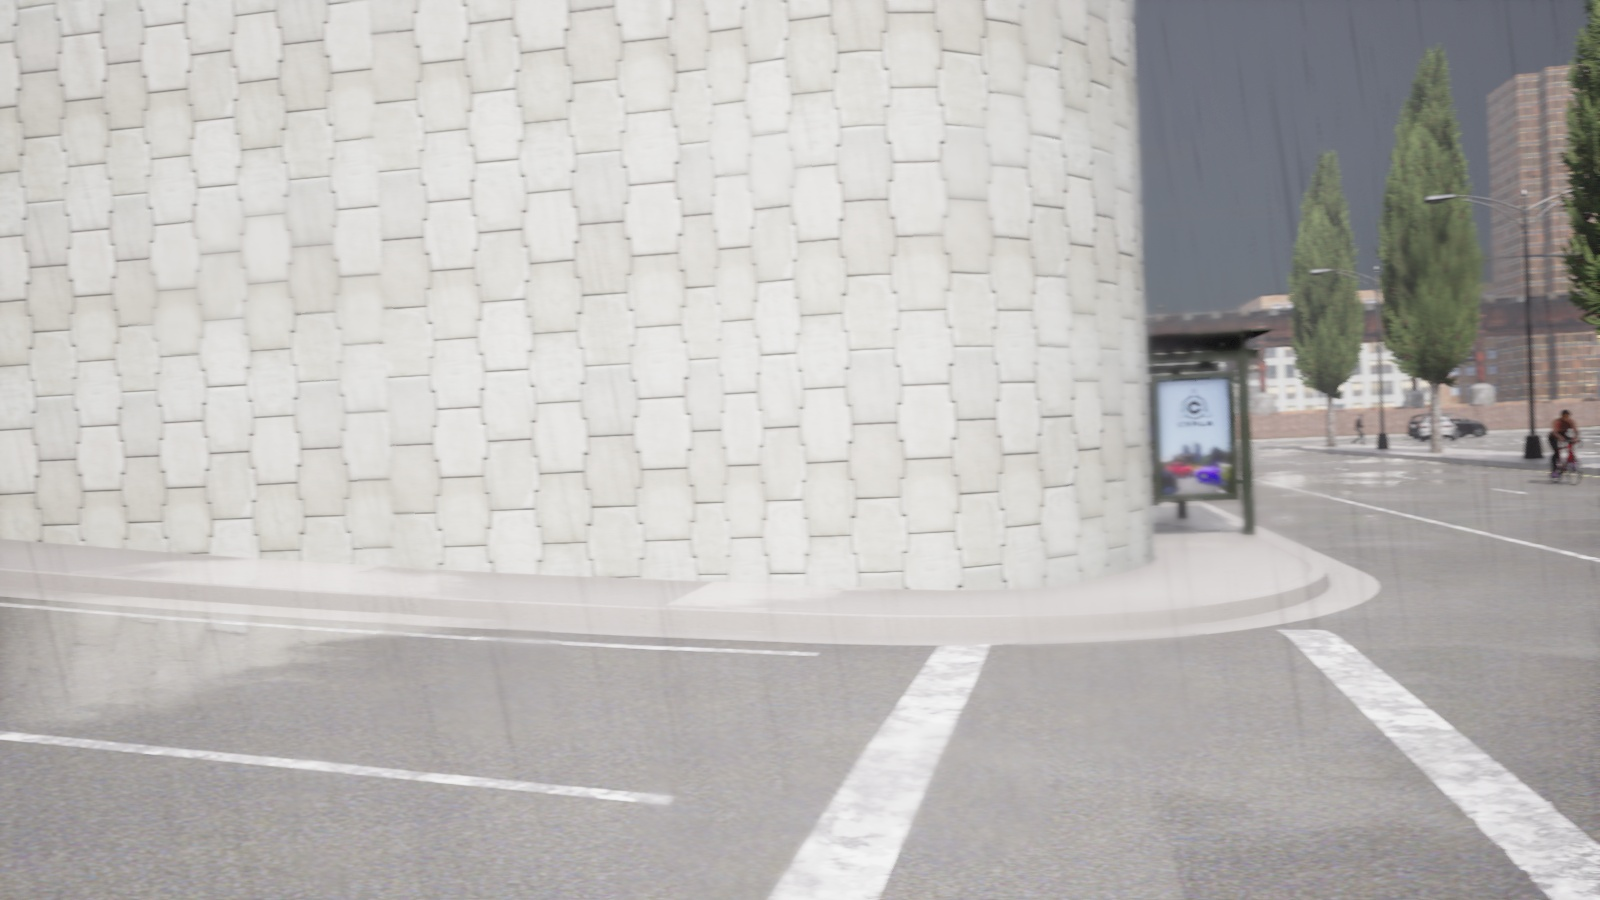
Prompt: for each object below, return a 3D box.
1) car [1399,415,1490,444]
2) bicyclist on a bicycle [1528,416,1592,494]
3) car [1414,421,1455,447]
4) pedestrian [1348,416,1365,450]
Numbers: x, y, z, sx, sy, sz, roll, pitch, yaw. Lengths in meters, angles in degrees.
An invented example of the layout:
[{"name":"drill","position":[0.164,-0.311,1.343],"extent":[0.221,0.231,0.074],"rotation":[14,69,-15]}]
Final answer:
[{"name":"car","position":[41.158,-1.296,80.284],"extent":[4.611,1.667,2.242],"rotation":[-2,0,-2]},{"name":"bicyclist on a bicycle","position":[16.318,0.087,27.000],"extent":[0.582,1.620,1.656],"rotation":[-2,1,11]},{"name":"car","position":[37.889,-0.961,74.962],"extent":[1.812,1.442,4.674],"rotation":[-2,0,31]},{"name":"pedestrian","position":[30.410,-0.943,68.645],"extent":[0.720,1.854,0.376],"rotation":[-2,1,9]}]
